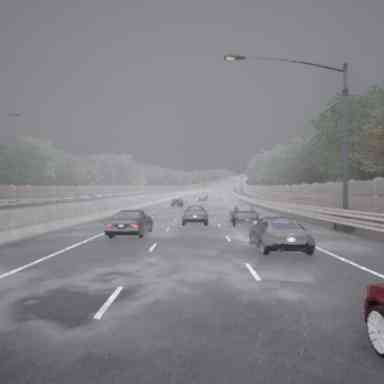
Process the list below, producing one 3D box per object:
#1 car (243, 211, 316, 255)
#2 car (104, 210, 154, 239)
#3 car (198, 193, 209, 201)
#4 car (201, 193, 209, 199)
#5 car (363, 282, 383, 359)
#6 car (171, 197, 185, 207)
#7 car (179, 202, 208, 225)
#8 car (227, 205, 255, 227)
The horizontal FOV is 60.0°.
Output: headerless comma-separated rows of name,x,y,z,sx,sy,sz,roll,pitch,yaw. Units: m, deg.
car,3.573,1.692,13.908,1.994,1.385,4.181,0,0,1
car,-3.325,1.698,18.423,2.033,1.411,5.357,0,0,1
car,2.515,1.383,77.184,2.128,1.511,4.902,0,1,4
car,3.652,1.066,92.880,1.812,1.442,4.674,0,1,5
car,3.496,1.511,3.016,1.882,1.535,5.008,0,-1,0
car,-2.222,1.639,53.429,1.837,1.490,4.892,0,0,3
car,0.276,1.756,26.153,1.994,1.385,4.181,0,0,2
car,3.750,1.686,24.797,2.128,1.511,4.902,0,0,1
